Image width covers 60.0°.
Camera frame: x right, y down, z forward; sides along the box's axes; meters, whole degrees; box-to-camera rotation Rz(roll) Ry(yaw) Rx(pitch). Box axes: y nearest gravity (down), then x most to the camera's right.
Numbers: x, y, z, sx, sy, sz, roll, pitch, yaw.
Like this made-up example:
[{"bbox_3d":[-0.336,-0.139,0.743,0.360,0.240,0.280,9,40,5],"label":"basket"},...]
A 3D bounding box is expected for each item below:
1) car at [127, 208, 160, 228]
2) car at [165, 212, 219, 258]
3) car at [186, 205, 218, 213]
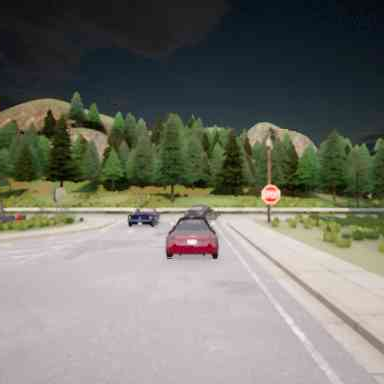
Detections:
[{"bbox_3d":[-3.524,1.870,24.803,1.895,1.301,4.718,0,-1,0],"label":"car"},{"bbox_3d":[0.020,1.711,13.475,1.994,1.385,4.181,0,-1,0],"label":"car"},{"bbox_3d":[0.865,1.836,28.672,1.812,1.442,4.674,0,-1,20],"label":"car"}]
